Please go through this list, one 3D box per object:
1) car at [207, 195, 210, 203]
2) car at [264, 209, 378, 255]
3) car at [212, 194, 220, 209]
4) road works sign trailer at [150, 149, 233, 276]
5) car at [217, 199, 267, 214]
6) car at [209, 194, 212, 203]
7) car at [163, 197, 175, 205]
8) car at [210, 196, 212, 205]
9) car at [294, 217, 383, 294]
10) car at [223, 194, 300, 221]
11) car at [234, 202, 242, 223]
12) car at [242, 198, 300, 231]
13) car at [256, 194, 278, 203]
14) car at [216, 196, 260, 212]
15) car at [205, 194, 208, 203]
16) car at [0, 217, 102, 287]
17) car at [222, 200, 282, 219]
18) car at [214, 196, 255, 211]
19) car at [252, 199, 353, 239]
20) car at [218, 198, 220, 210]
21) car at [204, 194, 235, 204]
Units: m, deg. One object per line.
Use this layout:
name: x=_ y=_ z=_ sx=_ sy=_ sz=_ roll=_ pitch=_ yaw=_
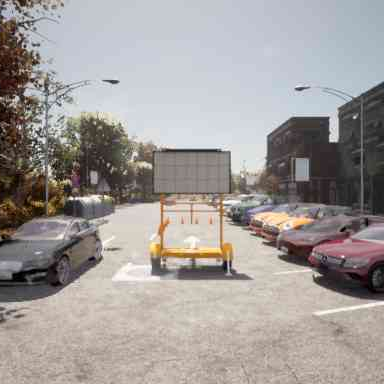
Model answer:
car: x=5.362 y=1.581 z=50.681 sx=5.008 sy=1.535 sz=2.097 roll=1 pitch=-1 yaw=-20
car: x=5.271 y=1.517 z=11.633 sx=4.792 sy=1.488 sz=2.163 roll=1 pitch=0 yaw=-20
car: x=5.317 y=1.269 z=32.646 sx=5.566 sy=2.045 sz=2.435 roll=1 pitch=0 yaw=-20
road works sign trailer: x=-0.011 y=0.466 z=10.358 sx=2.380 sy=3.560 sz=2.880 roll=0 pitch=0 yaw=0
car: x=5.321 y=1.559 z=35.645 sx=4.792 sy=1.488 sz=2.163 roll=1 pitch=0 yaw=-20
car: x=5.401 y=1.444 z=47.678 sx=4.553 sy=1.767 sz=2.185 roll=1 pitch=0 yaw=-20
car: x=-4.114 y=1.658 z=60.258 sx=1.812 sy=1.442 sz=4.674 roll=0 pitch=0 yaw=0
car: x=5.365 y=1.599 z=44.669 sx=4.674 sy=1.452 sz=2.002 roll=1 pitch=0 yaw=-20
car: x=5.299 y=1.527 z=8.641 sx=4.674 sy=1.452 sz=2.002 roll=1 pitch=0 yaw=-20
car: x=5.308 y=1.250 z=23.629 sx=5.566 sy=2.045 sz=2.435 roll=1 pitch=0 yaw=-20
car: x=5.308 y=1.537 z=20.651 sx=4.674 sy=1.452 sz=2.002 roll=1 pitch=0 yaw=-20
car: x=5.339 y=1.368 z=17.654 sx=4.553 sy=1.767 sz=2.185 roll=1 pitch=0 yaw=-20
car: x=18.333 y=1.459 z=81.718 sx=2.435 sy=2.045 sz=5.566 roll=0 pitch=0 yaw=-21
car: x=5.322 y=1.412 z=38.660 sx=4.553 sy=1.767 sz=2.185 roll=1 pitch=0 yaw=-20
car: x=5.190 y=1.610 z=59.625 sx=5.366 sy=1.575 sz=1.946 roll=1 pitch=0 yaw=-20
car: x=-3.967 y=1.493 z=9.432 sx=2.128 sy=1.511 sz=4.902 roll=0 pitch=0 yaw=0
car: x=5.304 y=1.543 z=29.644 sx=4.792 sy=1.488 sz=2.163 roll=1 pitch=0 yaw=-20
car: x=5.328 y=1.422 z=41.661 sx=4.553 sy=1.767 sz=2.185 roll=1 pitch=0 yaw=-20
car: x=5.334 y=1.365 z=14.653 sx=4.553 sy=1.767 sz=2.185 roll=1 pitch=0 yaw=-20
car: x=5.151 y=1.502 z=26.586 sx=5.366 sy=1.575 sz=1.946 roll=1 pitch=0 yaw=-20
car: x=5.375 y=1.388 z=65.719 sx=5.566 sy=2.045 sz=2.435 roll=1 pitch=0 yaw=-20
